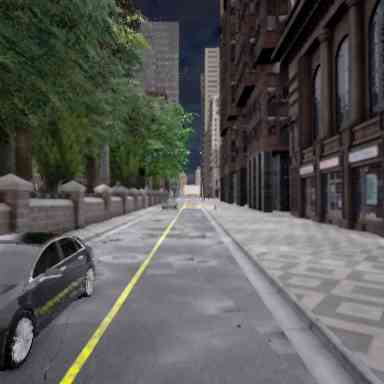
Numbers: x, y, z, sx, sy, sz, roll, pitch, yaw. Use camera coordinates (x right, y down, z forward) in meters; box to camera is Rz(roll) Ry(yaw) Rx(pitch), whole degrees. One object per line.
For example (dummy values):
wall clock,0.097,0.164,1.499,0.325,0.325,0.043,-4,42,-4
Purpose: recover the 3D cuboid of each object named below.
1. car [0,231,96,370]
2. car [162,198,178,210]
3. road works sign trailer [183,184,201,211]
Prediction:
car,-3.103,1.539,5.797,1.837,1.490,4.892,0,0,0
car,-3.093,1.646,47.257,2.097,1.767,4.553,0,0,0
road works sign trailer,-0.012,0.751,46.151,2.380,3.560,2.880,0,0,0
